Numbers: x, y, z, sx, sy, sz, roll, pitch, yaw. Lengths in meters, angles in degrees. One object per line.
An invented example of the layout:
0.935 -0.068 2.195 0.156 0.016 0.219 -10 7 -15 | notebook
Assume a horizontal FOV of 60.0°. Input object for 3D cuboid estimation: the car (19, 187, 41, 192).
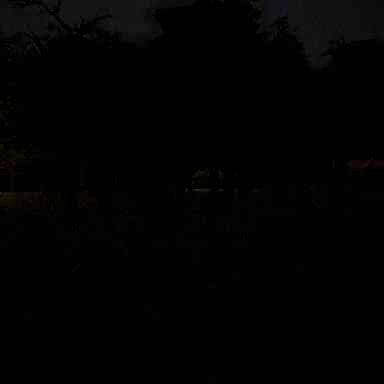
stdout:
-39.207 -0.471 81.336 2.033 1.411 5.357 -2 0 34 | car
